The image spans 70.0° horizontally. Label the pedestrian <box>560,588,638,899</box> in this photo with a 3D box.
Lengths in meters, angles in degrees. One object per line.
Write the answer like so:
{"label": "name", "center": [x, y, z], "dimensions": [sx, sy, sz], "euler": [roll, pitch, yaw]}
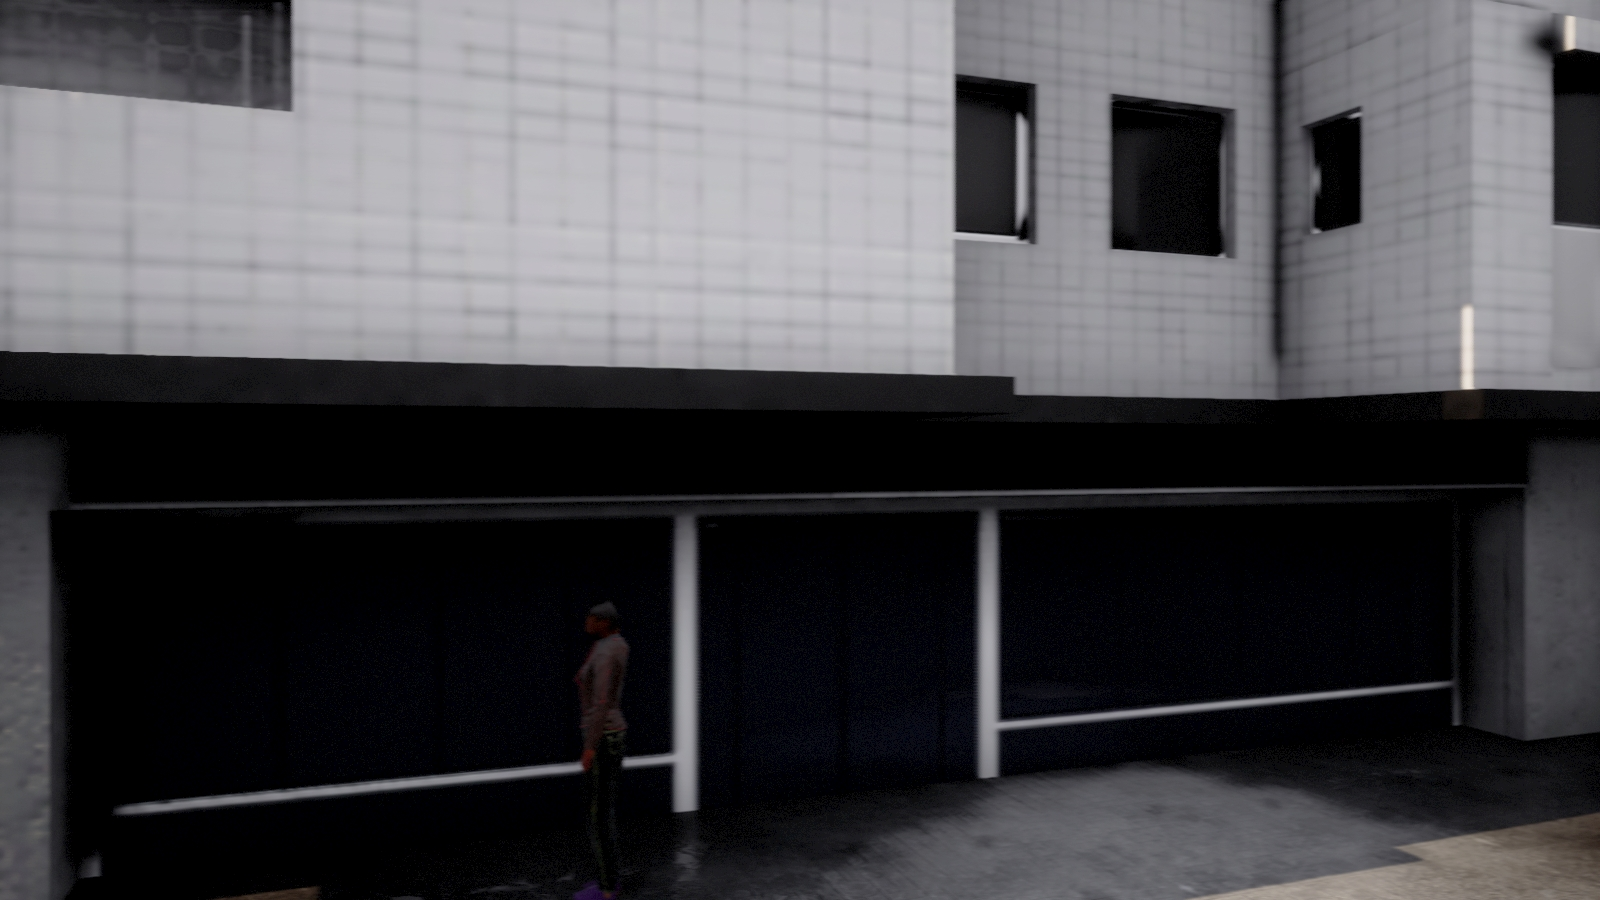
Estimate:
{"label": "pedestrian", "center": [-1.214, 1.790, 6.931], "dimensions": [0.375, 1.860, 0.375], "euler": [0, 0, 6]}
